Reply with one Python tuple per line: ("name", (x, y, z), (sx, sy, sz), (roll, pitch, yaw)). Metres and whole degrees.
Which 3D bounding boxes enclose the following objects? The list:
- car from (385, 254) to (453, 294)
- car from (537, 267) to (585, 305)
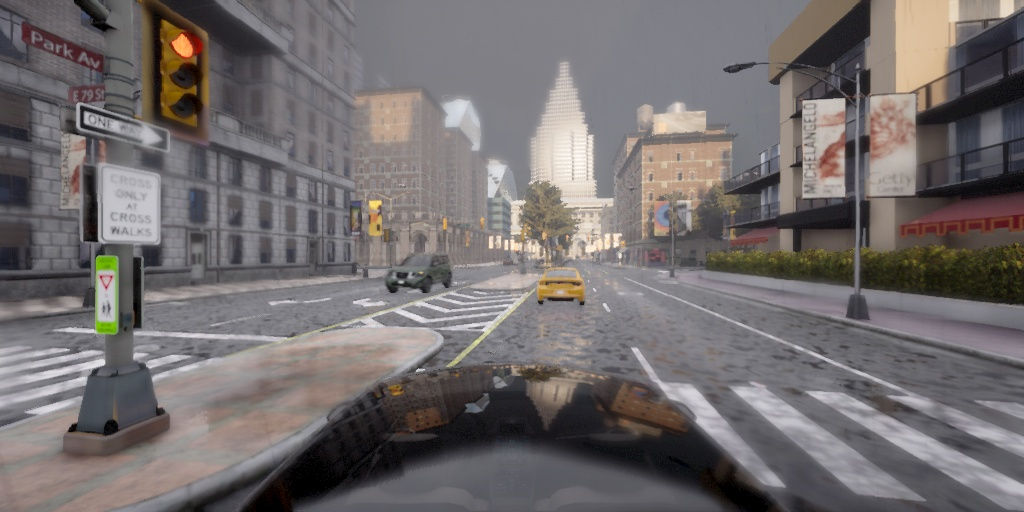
("car", (-5.105, 0.898, 20.640), (2.150, 2.045, 5.566), (0, 1, 9))
("car", (2.242, 1.233, 16.034), (1.882, 1.535, 5.008), (0, 0, 9))
